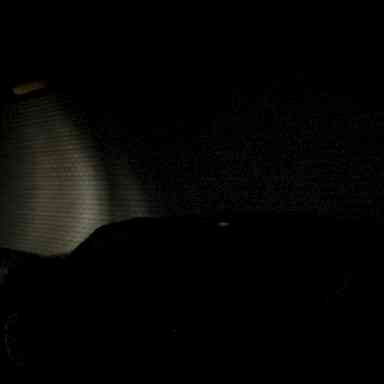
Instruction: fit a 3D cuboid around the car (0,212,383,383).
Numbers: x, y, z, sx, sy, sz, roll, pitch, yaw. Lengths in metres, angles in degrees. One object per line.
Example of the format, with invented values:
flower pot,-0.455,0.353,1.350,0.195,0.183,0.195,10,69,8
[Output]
car,-0.128,1.257,3.840,5.566,2.045,2.150,0,-1,38
